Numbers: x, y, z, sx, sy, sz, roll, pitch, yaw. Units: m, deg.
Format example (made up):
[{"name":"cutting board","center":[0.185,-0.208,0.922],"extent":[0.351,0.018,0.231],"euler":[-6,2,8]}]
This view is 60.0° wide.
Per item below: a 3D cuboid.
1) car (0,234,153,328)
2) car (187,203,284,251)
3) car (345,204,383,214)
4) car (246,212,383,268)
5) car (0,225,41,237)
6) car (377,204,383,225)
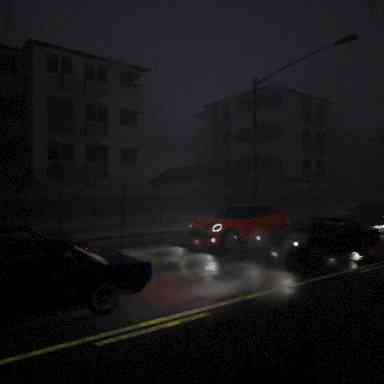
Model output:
[{"name":"car","center":[-3.190,1.603,5.977],"extent":[4.718,1.301,1.895],"euler":[0,0,-36]},{"name":"car","center":[2.024,1.303,13.914],"extent":[4.553,1.767,2.097],"euler":[0,0,-34]},{"name":"car","center":[10.203,1.415,19.425],"extent":[4.674,1.442,1.812],"euler":[0,0,-33]},{"name":"car","center":[4.300,1.546,11.264],"extent":[4.718,1.301,1.895],"euler":[0,0,-35]},{"name":"car","center":[-5.308,1.607,8.760],"extent":[4.718,1.301,1.895],"euler":[0,0,-36]},{"name":"car","center":[14.583,1.465,22.129],"extent":[4.181,1.385,1.994],"euler":[0,0,-26]}]
